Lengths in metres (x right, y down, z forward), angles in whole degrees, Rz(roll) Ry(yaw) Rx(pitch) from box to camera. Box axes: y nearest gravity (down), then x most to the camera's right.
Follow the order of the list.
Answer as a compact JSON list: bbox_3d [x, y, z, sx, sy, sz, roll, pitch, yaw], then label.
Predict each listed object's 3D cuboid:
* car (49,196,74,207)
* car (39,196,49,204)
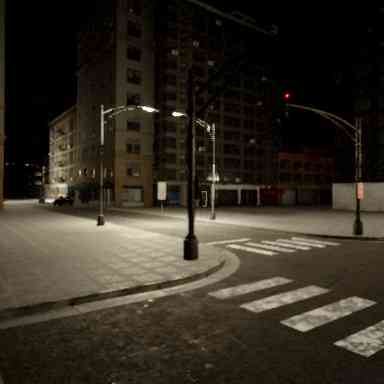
[{"bbox_3d":[-18.654,1.346,48.356,2.128,1.511,4.902,1,0,-36],"label":"car"},{"bbox_3d":[-24.669,1.407,56.688,1.895,1.301,4.718,1,0,-37],"label":"car"}]
